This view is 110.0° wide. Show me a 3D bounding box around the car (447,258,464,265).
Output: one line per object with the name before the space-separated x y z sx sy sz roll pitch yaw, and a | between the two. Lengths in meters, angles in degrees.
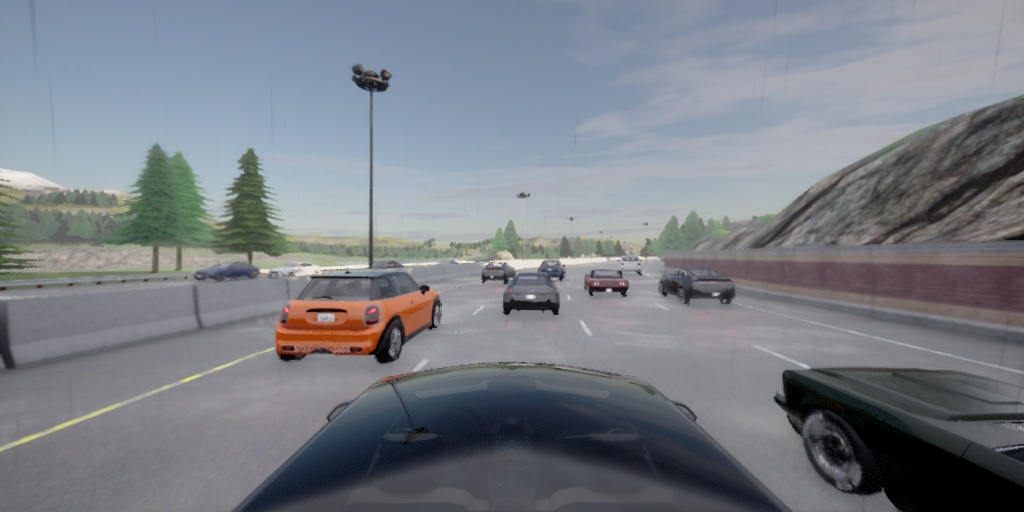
car | -7.931 1.215 43.359 1.812 1.442 4.674 0 0 16

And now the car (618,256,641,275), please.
car | 12.830 0.975 39.018 2.150 2.045 5.566 0 0 17

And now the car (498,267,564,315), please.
car | 0.792 1.305 13.731 1.994 1.385 4.181 0 0 5

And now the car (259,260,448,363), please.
car | -3.110 1.087 8.328 2.097 1.767 4.553 0 0 3

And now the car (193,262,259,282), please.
car | -22.181 1.188 28.192 1.812 1.442 4.674 0 0 10

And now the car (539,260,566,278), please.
car | 3.466 1.086 30.688 2.097 1.767 4.553 0 0 12

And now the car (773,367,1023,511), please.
car | 3.648 1.362 1.562 1.895 1.301 4.718 0 0 0

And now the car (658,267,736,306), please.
car | 8.073 1.252 16.099 2.128 1.511 4.902 0 0 6

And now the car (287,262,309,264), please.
car | -18.228 1.197 30.315 1.812 1.442 4.674 0 0 11

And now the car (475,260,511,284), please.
car | -0.916 1.216 26.722 2.128 1.511 4.902 0 0 10

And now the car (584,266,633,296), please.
car | 4.932 1.349 19.325 1.895 1.301 4.718 0 0 8

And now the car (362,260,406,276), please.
car | -13.175 1.185 37.267 1.837 1.490 4.892 0 0 14
